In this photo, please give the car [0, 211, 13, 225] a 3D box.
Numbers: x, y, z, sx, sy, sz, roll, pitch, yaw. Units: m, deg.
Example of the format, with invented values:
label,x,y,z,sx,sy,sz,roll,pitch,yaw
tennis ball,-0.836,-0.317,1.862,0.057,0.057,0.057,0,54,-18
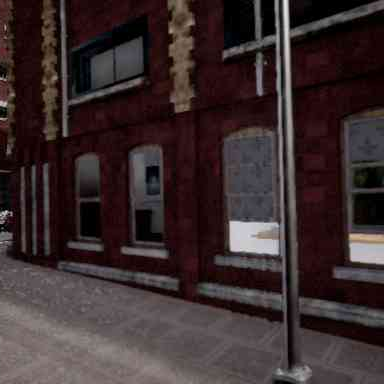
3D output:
label,x,y,z,sx,sy,sz,roll,pitch,yaw
car,-11.475,1.504,23.655,1.967,1.590,4.097,-1,0,35
